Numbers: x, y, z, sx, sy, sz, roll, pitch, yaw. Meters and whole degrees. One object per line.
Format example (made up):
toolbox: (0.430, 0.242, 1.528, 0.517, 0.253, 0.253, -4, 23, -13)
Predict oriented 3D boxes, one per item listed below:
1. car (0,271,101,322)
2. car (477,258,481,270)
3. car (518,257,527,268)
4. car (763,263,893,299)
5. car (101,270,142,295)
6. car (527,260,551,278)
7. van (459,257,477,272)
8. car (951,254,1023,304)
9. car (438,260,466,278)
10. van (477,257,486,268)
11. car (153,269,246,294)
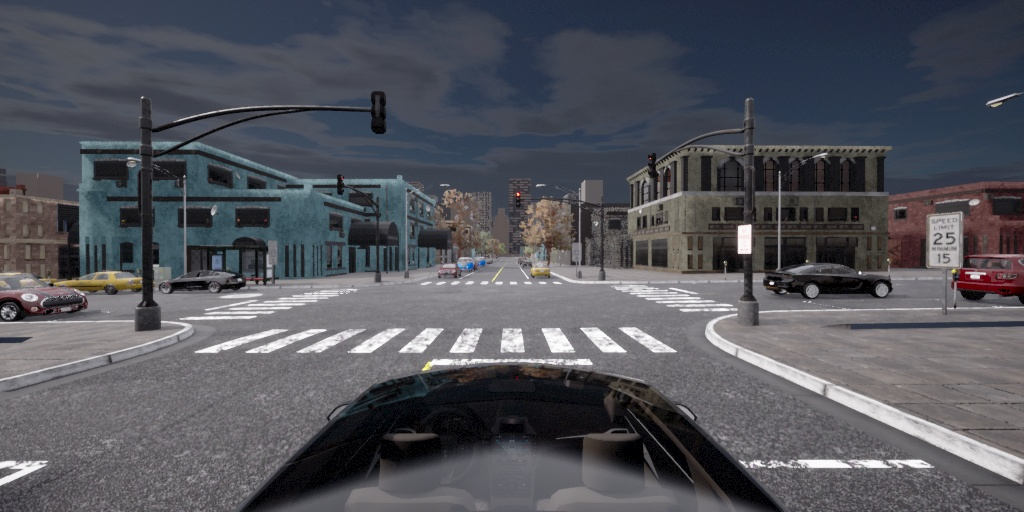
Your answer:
car: (-18.091, 1.423, 12.912, 4.097, 1.591, 1.967, 0, 0, -1)
car: (-5.782, 1.285, 50.108, 1.888, 1.381, 4.507, 0, 0, 0)
car: (2.578, 1.288, 61.217, 2.007, 1.370, 4.403, 0, 0, 0)
car: (14.178, 1.050, 16.204, 5.008, 1.535, 1.882, -1, 1, -1)
car: (-24.050, 1.501, 21.142, 4.829, 1.417, 1.751, 0, 0, -1)
car: (2.631, 1.269, 33.655, 1.751, 1.417, 4.829, 0, 0, 0)
van: (-5.770, 1.082, 44.561, 1.690, 1.789, 3.998, 0, 0, 0)
car: (19.925, 0.842, 13.634, 5.009, 1.841, 2.192, 0, 0, -1)
car: (-5.748, 1.326, 33.469, 1.802, 1.307, 4.207, 0, 0, 0)
van: (-5.803, 1.078, 61.200, 1.690, 1.789, 3.998, 0, 0, 0)
car: (-18.227, 1.474, 21.258, 4.313, 1.339, 1.948, 0, 0, -1)
